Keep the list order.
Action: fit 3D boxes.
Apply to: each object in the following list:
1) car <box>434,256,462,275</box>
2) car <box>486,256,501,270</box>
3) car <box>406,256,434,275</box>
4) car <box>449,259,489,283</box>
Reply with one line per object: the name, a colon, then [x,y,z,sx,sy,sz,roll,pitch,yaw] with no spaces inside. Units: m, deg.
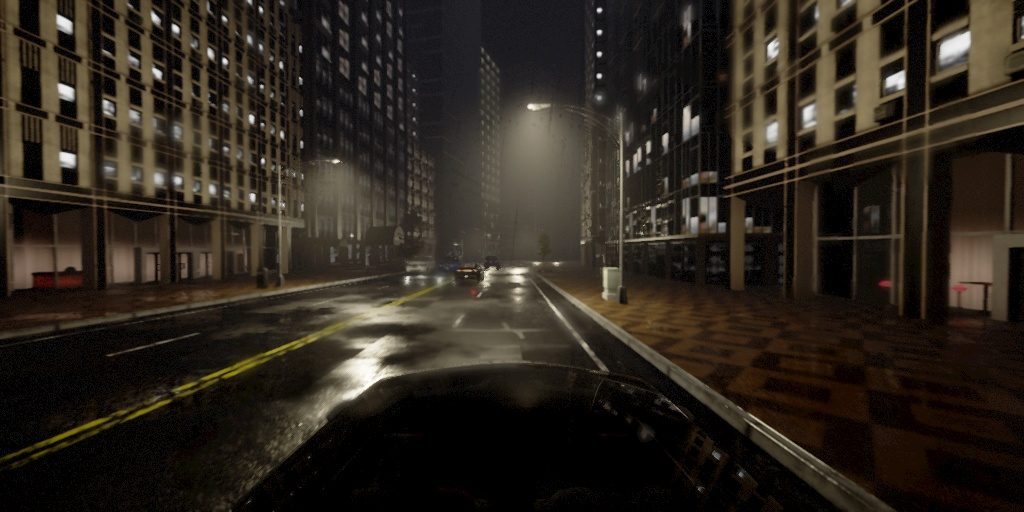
car: [-6.579,0.965,39.375,2.150,2.045,5.566,0,0,0]
car: [-2.860,0.962,53.982,2.150,2.045,5.566,0,0,3]
car: [-9.829,0.974,39.270,2.150,2.045,5.566,0,0,0]
car: [-3.199,1.232,27.498,2.128,1.511,4.902,0,0,0]
